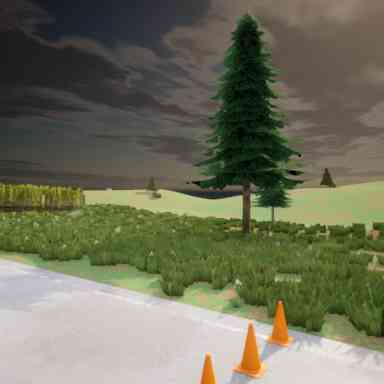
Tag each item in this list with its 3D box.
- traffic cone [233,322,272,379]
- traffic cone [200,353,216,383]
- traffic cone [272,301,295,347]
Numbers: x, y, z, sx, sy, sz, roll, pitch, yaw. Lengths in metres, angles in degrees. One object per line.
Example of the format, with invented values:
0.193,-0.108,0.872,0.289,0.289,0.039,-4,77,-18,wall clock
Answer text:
0.751,1.955,4.226,0.340,0.580,0.340,0,0,36,traffic cone
0.166,1.955,3.415,0.340,0.580,0.340,0,0,36,traffic cone
1.336,1.955,5.038,0.340,0.580,0.340,0,0,36,traffic cone
